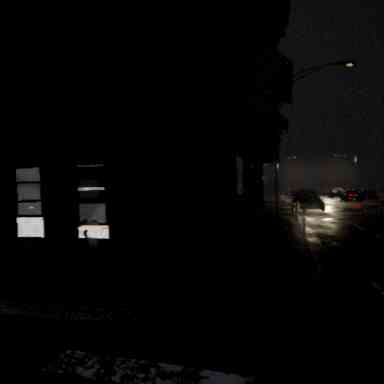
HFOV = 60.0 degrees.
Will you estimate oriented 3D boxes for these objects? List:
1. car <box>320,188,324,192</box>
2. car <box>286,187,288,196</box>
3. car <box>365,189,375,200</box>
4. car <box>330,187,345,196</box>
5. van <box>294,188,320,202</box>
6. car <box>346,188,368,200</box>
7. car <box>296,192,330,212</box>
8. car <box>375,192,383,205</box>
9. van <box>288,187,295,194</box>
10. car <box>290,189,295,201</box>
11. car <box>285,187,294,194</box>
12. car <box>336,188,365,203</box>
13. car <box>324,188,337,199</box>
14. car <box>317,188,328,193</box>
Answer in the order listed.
[{"bbox_3d":[32.990,-0.311,82.164,2.008,1.369,4.403,-2,1,15],"label":"car"},{"bbox_3d":[22.026,-0.132,73.317,2.192,1.841,5.009,-2,1,15],"label":"car"},{"bbox_3d":[23.015,0.329,43.927,1.967,1.590,4.097,-2,1,15],"label":"car"},{"bbox_3d":[28.730,-0.096,65.772,1.967,1.590,4.097,-2,1,15],"label":"car"},{"bbox_3d":[12.087,0.632,35.071,1.690,1.788,3.998,-2,0,15],"label":"van"},{"bbox_3d":[24.441,0.224,49.390,1.967,1.590,4.097,-2,1,15],"label":"car"},{"bbox_3d":[10.677,0.959,29.609,1.947,1.339,4.313,-2,0,15],"label":"car"},{"bbox_3d":[20.180,0.640,33.002,1.887,1.381,4.507,-2,0,15],"label":"car"},{"bbox_3d":[17.767,0.216,56.926,1.690,1.788,3.998,-2,1,15],"label":"van"},{"bbox_3d":[14.935,0.629,45.999,1.887,1.381,4.507,-2,1,15],"label":"car"},{"bbox_3d":[26.285,-0.460,89.708,2.192,1.841,5.009,-2,1,15],"label":"car"},{"bbox_3d":[19.809,0.508,41.700,1.837,1.490,4.892,-1,1,15],"label":"car"},{"bbox_3d":[22.302,0.307,51.590,2.128,1.511,4.902,-1,1,15],"label":"car"},{"bbox_3d":[34.410,-0.421,87.628,2.008,1.369,4.403,-2,1,15],"label":"car"}]
